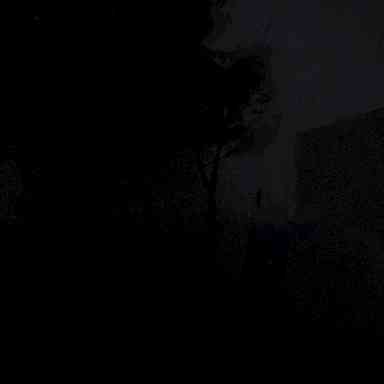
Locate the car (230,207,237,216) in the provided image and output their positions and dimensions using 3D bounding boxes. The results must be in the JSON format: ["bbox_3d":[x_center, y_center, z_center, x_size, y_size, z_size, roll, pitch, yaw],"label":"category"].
[{"bbox_3d":[6.217,4.210,71.709,5.566,2.045,2.435,0,-3,16],"label":"car"}]

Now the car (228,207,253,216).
[{"bbox_3d":[11.533,4.674,78.853,5.566,2.045,2.435,0,-3,17],"label":"car"}]

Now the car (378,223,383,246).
[{"bbox_3d":[9.613,1.641,14.273,2.097,1.767,4.553,1,-1,17],"label":"car"}]

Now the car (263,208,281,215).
[{"bbox_3d":[22.380,5.464,92.970,4.553,1.767,2.185,0,-2,18],"label":"car"}]

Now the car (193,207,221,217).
[{"bbox_3d":[2.687,4.136,66.898,4.892,1.521,2.231,0,-3,16],"label":"car"}]

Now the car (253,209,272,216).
[{"bbox_3d":[18.729,5.407,88.288,4.892,1.521,2.231,0,-3,18],"label":"car"}]

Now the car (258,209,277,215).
[{"bbox_3d":[20.569,5.500,90.617,5.008,1.535,2.097,0,-2,18],"label":"car"}]

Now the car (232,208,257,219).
[{"bbox_3d":[9.430,4.091,59.534,1.994,1.385,4.181,0,-3,33],"label":"car"}]

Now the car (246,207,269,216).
[{"bbox_3d":[16.884,5.050,85.947,5.566,2.045,2.435,0,-2,17],"label":"car"}]

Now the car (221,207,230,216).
[{"bbox_3d":[4.405,4.046,69.321,5.566,2.045,2.435,0,-3,16],"label":"car"}]

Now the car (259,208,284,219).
[{"bbox_3d":[14.841,4.321,62.444,2.128,1.511,4.902,0,-3,35],"label":"car"}]

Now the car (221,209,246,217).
[{"bbox_3d":[9.533,4.774,76.511,5.366,1.575,1.946,0,-3,17],"label":"car"}]
